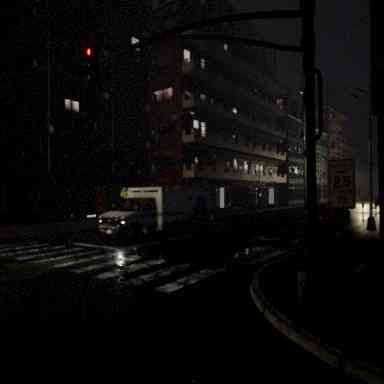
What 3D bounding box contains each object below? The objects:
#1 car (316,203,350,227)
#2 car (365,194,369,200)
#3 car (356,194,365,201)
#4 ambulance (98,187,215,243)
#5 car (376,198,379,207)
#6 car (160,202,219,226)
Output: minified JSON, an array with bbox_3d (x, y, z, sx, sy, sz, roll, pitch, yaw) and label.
[{"bbox_3d":[8.882,1.367,21.305,1.887,1.381,4.507,-1,0,36],"label":"car"},{"bbox_3d":[42.373,1.220,81.299,1.947,1.339,4.313,-1,0,36],"label":"car"},{"bbox_3d":[35.651,1.282,72.136,1.802,1.307,4.206,-1,0,36],"label":"car"},{"bbox_3d":[-1.671,0.980,16.734,2.351,2.431,6.366,-1,0,36],"label":"ambulance"},{"bbox_3d":[25.702,1.225,44.409,1.752,1.417,4.829,-1,0,36],"label":"car"},{"bbox_3d":[-0.044,1.503,23.697,1.887,1.381,4.507,-1,0,36],"label":"car"}]
